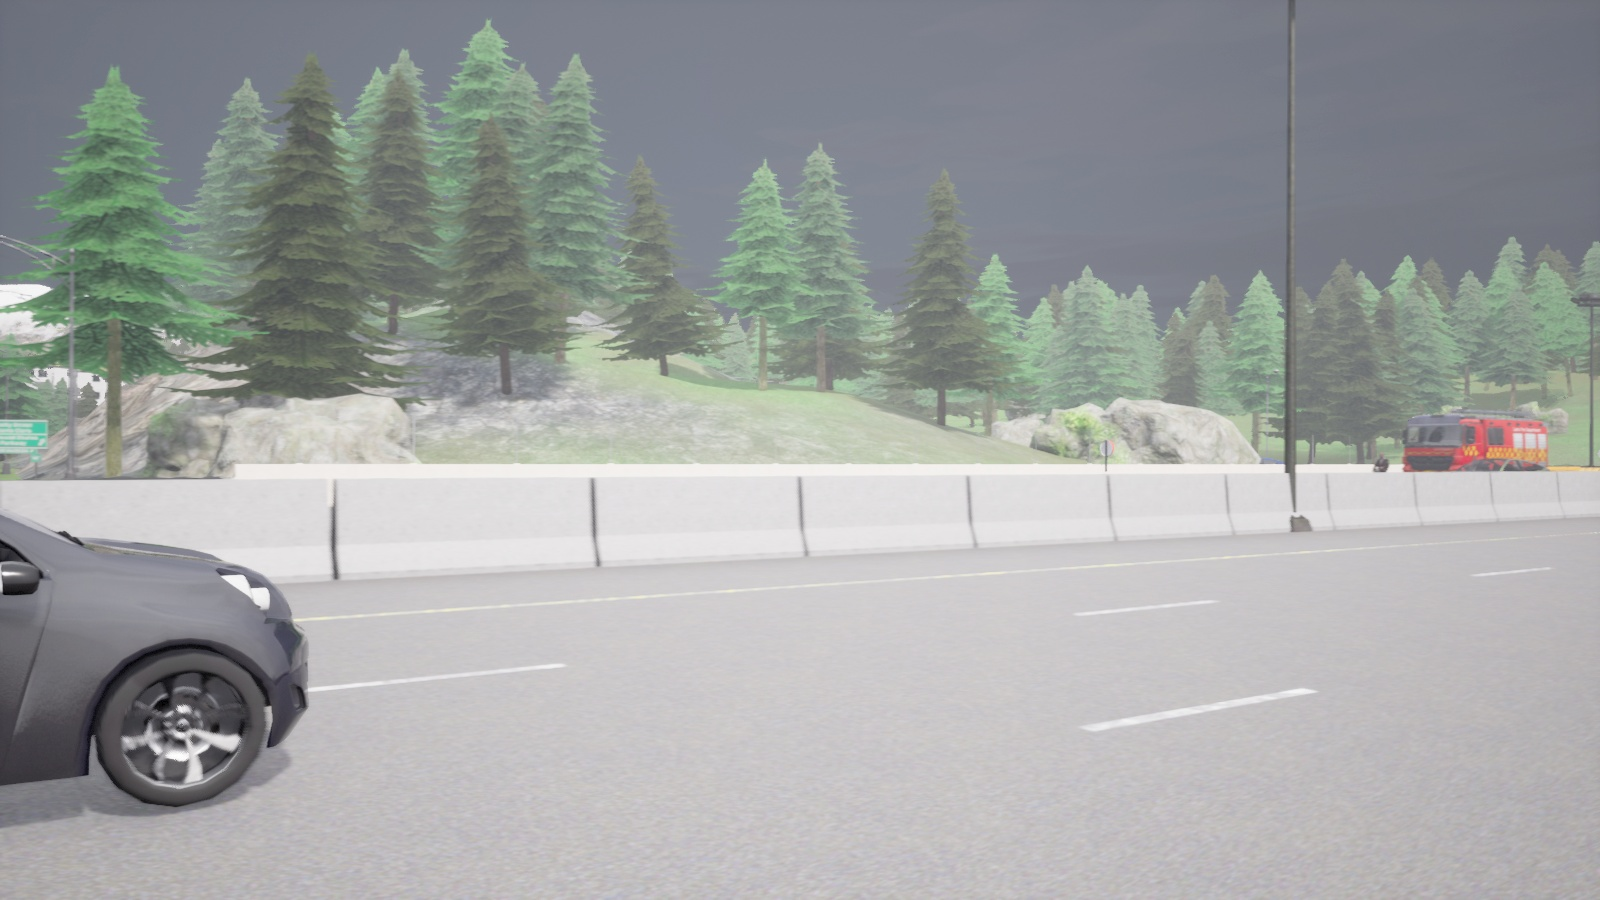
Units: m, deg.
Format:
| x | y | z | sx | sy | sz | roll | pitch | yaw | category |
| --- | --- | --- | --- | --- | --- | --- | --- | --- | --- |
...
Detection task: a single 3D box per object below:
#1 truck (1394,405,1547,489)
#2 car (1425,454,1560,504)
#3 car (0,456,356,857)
| x | y | z | sx | sy | sz | roll | pitch | yaw | category |
| --- | --- | --- | --- | --- | --- | --- | --- | --- | --- |
| 32.219 | -0.113 | 60.197 | 8.468 | 3.827 | 2.891 | 0 | 0 | -35 | truck |
| 22.402 | 0.899 | 40.569 | 4.514 | 1.525 | 2.007 | 0 | 0 | -35 | car |
| -3.949 | 0.779 | 5.175 | 3.633 | 1.501 | 1.845 | 0 | 0 | -35 | car |
